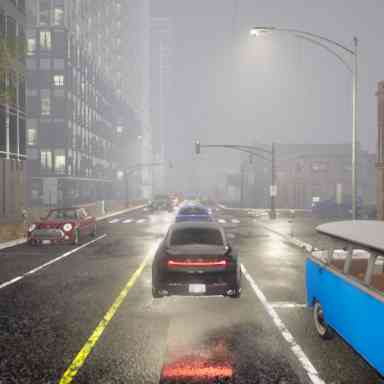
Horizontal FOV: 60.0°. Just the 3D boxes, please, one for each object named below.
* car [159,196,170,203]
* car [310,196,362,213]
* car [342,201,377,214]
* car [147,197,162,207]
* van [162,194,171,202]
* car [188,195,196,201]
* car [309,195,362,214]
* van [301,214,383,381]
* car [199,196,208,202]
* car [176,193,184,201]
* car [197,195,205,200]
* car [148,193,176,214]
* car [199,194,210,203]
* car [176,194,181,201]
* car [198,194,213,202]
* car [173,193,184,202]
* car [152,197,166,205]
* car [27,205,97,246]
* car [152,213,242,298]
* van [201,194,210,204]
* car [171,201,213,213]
[{"bbox_3d":[-5.751,1.546,69.940,1.947,1.339,4.313,-1,0,0],"label":"car"},{"bbox_3d":[16.480,1.409,38.334,5.009,1.841,2.192,1,0,1],"label":"car"},{"bbox_3d":[16.381,1.792,29.957,4.313,1.339,1.947,1,0,1],"label":"car"},{"bbox_3d":[-5.902,1.509,52.838,1.752,1.417,4.829,-1,0,0],"label":"car"},{"bbox_3d":[-5.761,1.320,75.584,1.690,1.788,3.998,-1,0,0],"label":"van"},{"bbox_3d":[-0.094,1.477,79.533,1.837,1.490,4.892,0,0,0],"label":"car"},{"bbox_3d":[15.507,1.347,35.749,5.566,2.045,2.150,1,1,1],"label":"car"},{"bbox_3d":[2.669,1.340,3.986,1.690,1.788,3.998,-1,0,0],"label":"van"},{"bbox_3d":[2.590,1.561,75.539,1.802,1.307,4.206,-1,0,0],"label":"car"},{"bbox_3d":[-3.107,1.473,66.223,2.128,1.511,4.902,0,0,0],"label":"car"},{"bbox_3d":[2.570,1.527,92.471,2.008,1.369,4.403,-1,0,0],"label":"car"},{"bbox_3d":[-3.143,1.209,35.200,2.150,2.045,5.566,0,0,0],"label":"car"},{"bbox_3d":[2.592,1.295,69.895,2.192,1.841,5.009,-1,0,0],"label":"car"},{"bbox_3d":[-3.155,1.461,53.512,1.882,1.535,5.008,0,0,0],"label":"car"},{"bbox_3d":[2.607,1.423,58.607,1.967,1.590,4.097,-1,0,0],"label":"car"},{"bbox_3d":[-3.091,1.204,77.491,2.150,2.045,5.566,0,0,0],"label":"car"},{"bbox_3d":[-5.738,1.549,58.651,1.947,1.339,4.313,-1,0,0],"label":"car"},{"bbox_3d":[-5.722,1.435,15.060,1.967,1.590,4.097,-1,0,0],"label":"car"},{"bbox_3d":[0.088,1.502,8.468,1.837,1.490,4.892,0,0,0],"label":"car"},{"bbox_3d":[2.599,1.322,64.251,1.690,1.788,3.998,-1,0,0],"label":"van"},{"bbox_3d":[0.070,1.471,17.956,1.882,1.535,5.008,0,0,0],"label":"car"}]
